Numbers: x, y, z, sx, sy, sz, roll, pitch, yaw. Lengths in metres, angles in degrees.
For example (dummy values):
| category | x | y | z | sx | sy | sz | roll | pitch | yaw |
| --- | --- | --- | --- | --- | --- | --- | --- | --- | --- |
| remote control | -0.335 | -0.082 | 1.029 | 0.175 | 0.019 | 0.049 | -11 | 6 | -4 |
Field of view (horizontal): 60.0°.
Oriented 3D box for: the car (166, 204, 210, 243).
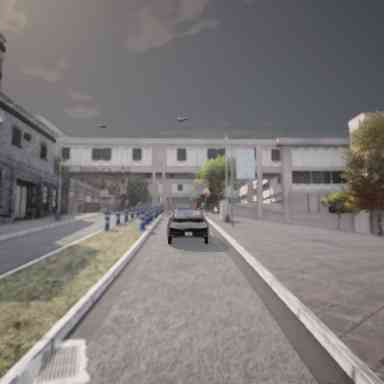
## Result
| category | x | y | z | sx | sy | sz | roll | pitch | yaw |
| --- | --- | --- | --- | --- | --- | --- | --- | --- | --- |
| car | -0.215 | 1.515 | 16.129 | 2.128 | 1.511 | 4.902 | 0 | 0 | -2 |

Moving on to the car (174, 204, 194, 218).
| category | x | y | z | sx | sy | sz | roll | pitch | yaw |
| --- | --- | --- | --- | --- | --- | --- | --- | --- | --- |
| car | -0.898 | 1.860 | 33.965 | 1.895 | 1.301 | 4.718 | 0 | -1 | -2 |
